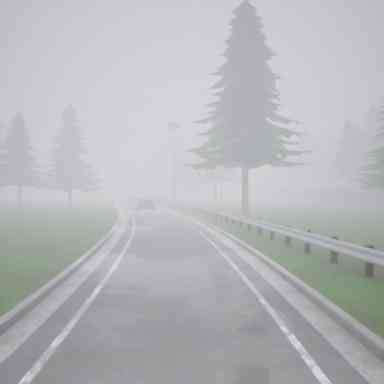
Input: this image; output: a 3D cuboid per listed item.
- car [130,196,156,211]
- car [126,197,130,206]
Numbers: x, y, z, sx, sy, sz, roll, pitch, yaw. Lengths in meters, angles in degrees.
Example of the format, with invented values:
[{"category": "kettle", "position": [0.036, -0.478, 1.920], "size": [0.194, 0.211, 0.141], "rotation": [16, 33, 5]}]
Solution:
[{"category": "car", "position": [-5.096, 1.241, 35.809], "size": [2.128, 1.511, 4.902], "rotation": [0, 1, -14]}, {"category": "car", "position": [-8.209, 1.236, 47.301], "size": [1.994, 1.385, 4.181], "rotation": [0, 0, -14]}]
